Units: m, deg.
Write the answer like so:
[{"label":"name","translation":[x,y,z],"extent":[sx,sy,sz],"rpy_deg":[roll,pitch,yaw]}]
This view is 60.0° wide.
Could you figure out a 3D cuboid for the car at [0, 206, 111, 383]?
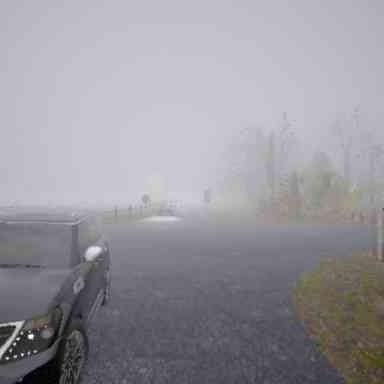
[{"label":"car","translation":[-2.568,1.289,5.236],"extent":[2.150,2.045,5.566],"rpy_deg":[2,-1,-8]}]

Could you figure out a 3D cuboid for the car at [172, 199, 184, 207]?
[{"label":"car","translation":[-2.788,2.248,67.129],"extent":[2.128,1.511,4.902],"rpy_deg":[0,-1,0]}]

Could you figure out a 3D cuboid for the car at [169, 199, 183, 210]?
[{"label":"car","translation":[-2.904,1.958,52.662],"extent":[2.097,1.767,4.553],"rpy_deg":[0,-1,0]}]

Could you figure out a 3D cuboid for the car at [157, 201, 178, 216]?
[{"label":"car","translation":[-2.941,2.056,38.909],"extent":[1.895,1.301,4.718],"rpy_deg":[0,-1,0]}]
